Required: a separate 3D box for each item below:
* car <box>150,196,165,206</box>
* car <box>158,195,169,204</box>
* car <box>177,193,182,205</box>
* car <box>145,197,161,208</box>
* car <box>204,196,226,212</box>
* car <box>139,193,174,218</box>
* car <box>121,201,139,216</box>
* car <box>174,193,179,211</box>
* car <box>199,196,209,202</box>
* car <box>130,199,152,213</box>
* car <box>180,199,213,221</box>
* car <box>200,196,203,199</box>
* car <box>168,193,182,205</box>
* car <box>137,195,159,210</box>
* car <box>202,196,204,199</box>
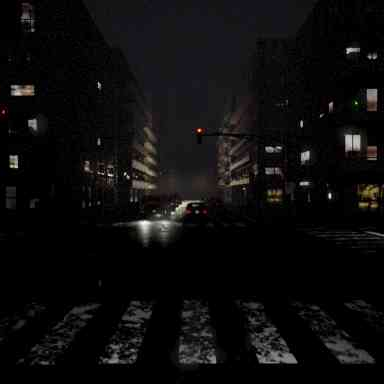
[{"bbox_3d":[-5.647,1.458,54.962,1.967,1.590,4.097,0,0,0],"label":"car"},{"bbox_3d":[-5.638,1.466,66.327,1.967,1.590,4.097,0,0,0],"label":"car"},{"bbox_3d":[-3.049,1.367,50.016,2.097,1.767,4.553,0,0,0],"label":"car"},{"bbox_3d":[-5.652,1.540,49.109,1.752,1.417,4.829,0,0,0],"label":"car"},{"bbox_3d":[2.720,1.449,37.910,1.967,1.590,4.097,0,0,0],"label":"car"},{"bbox_3d":[-3.094,1.228,30.205,2.150,2.045,5.566,0,0,1],"label":"car"},{"bbox_3d":[-5.665,1.573,32.232,1.947,1.339,4.313,0,0,0],"label":"car"},{"bbox_3d":[-3.065,1.362,40.117,2.097,1.767,4.553,0,0,0],"label":"car"},{"bbox_3d":[2.751,1.586,77.687,2.008,1.369,4.403,0,0,0],"label":"car"},{"bbox_3d":[-5.660,1.534,37.745,1.752,1.417,4.829,0,0,0],"label":"car"},{"bbox_3d":[0.282,1.553,27.487,2.033,1.411,5.357,0,0,-2],"label":"car"},{"bbox_3d":[2.734,1.600,54.957,1.802,1.307,4.206,0,0,0],"label":"car"},{"bbox_3d":[-2.994,1.243,60.575,2.150,2.045,5.566,0,0,0],"label":"car"},{"bbox_3d":[-5.656,1.326,43.597,2.192,1.841,5.009,0,0,0],"label":"car"},{"bbox_3d":[2.724,1.452,43.592,1.967,1.590,4.097,0,0,0],"label":"car"}]
